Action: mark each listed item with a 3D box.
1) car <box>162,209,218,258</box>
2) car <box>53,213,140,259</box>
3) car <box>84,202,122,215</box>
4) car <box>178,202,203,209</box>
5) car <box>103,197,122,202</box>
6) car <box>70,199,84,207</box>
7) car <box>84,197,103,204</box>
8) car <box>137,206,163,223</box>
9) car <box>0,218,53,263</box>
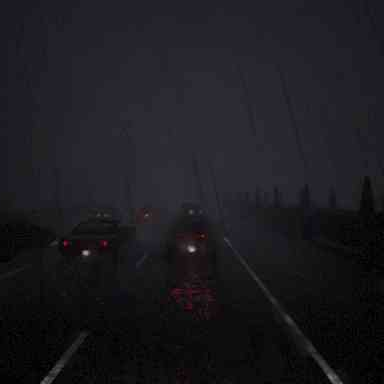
[{"bbox_3d":[0.009,1.658,13.478,1.837,1.490,4.892,0,0,0],"label":"car"},{"bbox_3d":[-3.494,1.749,13.223,1.895,1.301,4.718,0,-1,0],"label":"car"},{"bbox_3d":[-7.085,1.854,27.561,2.033,1.411,5.357,0,-1,-1],"label":"car"},{"bbox_3d":[-0.099,1.668,28.586,2.097,1.767,4.553,0,-1,-1],"label":"car"},{"bbox_3d":[-15.155,1.938,64.872,2.150,2.045,5.566,0,0,-2],"label":"car"},{"bbox_3d":[-22.146,2.192,64.541,1.882,1.535,5.008,0,0,-2],"label":"car"},{"bbox_3d":[-18.649,1.937,64.691,2.150,2.045,5.566,0,0,-2],"label":"car"},{"bbox_3d":[-3.601,1.882,28.607,1.994,1.385,4.181,0,-1,-1],"label":"car"},{"bbox_3d":[-7.000,1.687,12.481,2.033,1.411,5.357,0,-1,0],"label":"car"}]
